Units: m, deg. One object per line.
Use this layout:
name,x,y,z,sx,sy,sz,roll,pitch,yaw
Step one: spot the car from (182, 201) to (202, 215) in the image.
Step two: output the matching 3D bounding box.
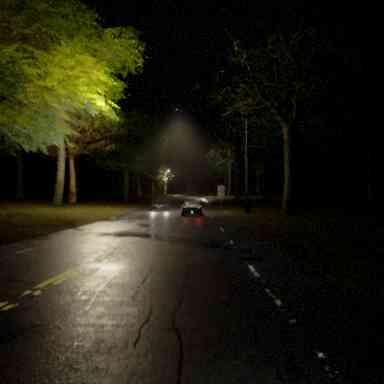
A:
car,-0.001,1.513,32.266,1.895,1.301,4.718,0,0,0

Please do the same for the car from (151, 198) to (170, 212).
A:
car,-3.504,1.380,37.791,1.812,1.442,4.674,0,0,0
